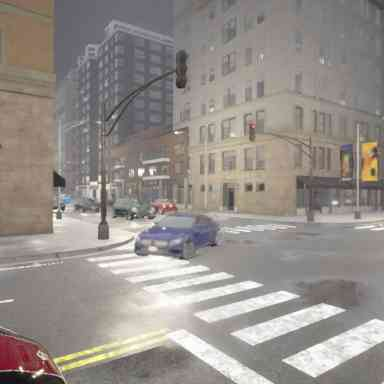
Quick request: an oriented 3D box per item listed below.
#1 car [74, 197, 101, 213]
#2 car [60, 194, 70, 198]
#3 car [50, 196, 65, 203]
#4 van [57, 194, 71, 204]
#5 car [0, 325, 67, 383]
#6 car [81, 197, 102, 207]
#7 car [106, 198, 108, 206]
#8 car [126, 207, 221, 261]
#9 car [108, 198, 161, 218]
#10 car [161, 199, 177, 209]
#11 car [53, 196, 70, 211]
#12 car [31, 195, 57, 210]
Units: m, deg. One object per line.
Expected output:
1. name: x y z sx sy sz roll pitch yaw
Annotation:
1. car: -11.559 1.467 36.533 1.837 1.490 4.892 0 1 -35
2. car: -19.430 1.456 47.771 2.128 1.511 4.902 0 0 -35
3. car: -28.333 1.561 69.863 1.947 1.339 4.313 0 0 -35
4. van: -25.192 1.333 65.405 1.690 1.788 3.998 0 0 -35
5. car: -2.843 1.352 1.441 4.553 1.767 2.097 0 0 -36
6. car: -15.868 1.508 52.168 1.752 1.417 4.829 0 0 -35
7. car: -12.629 1.564 47.571 1.802 1.307 4.206 0 0 -35
8. car: -0.293 1.515 12.543 1.812 1.442 4.674 1 1 24
9. car: -4.744 1.325 26.857 2.097 1.767 4.553 0 0 -35
10. car: -3.207 1.428 34.196 1.967 1.590 4.097 0 0 -35
11. car: -16.051 1.520 38.494 1.947 1.339 4.313 0 0 -35
12. car: -19.190 1.268 42.953 2.192 1.841 5.009 0 0 -35
